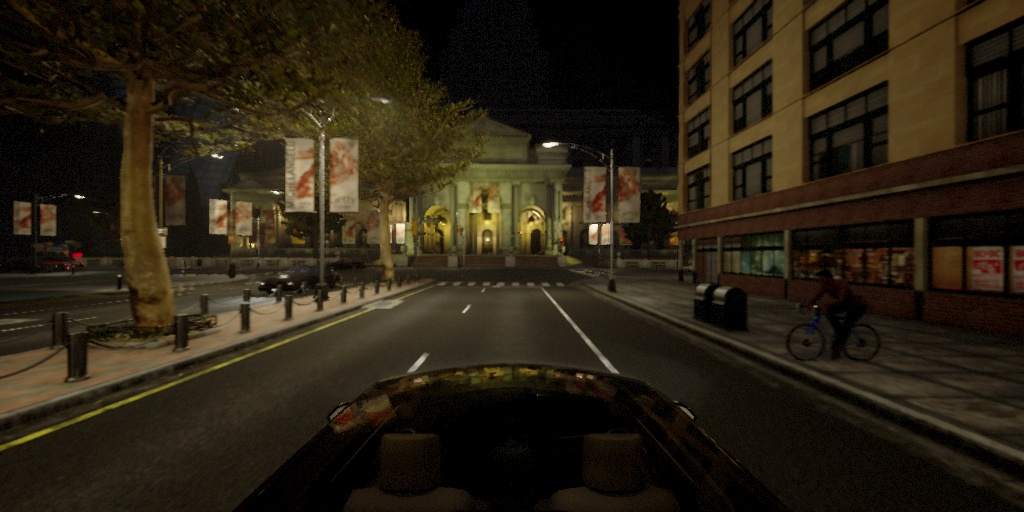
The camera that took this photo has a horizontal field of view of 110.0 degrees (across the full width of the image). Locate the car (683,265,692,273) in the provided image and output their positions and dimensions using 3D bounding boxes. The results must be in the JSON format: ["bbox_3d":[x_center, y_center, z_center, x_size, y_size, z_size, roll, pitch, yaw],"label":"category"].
[{"bbox_3d":[21.940,1.387,40.354,4.718,1.301,1.895,0,0,1],"label":"car"}]

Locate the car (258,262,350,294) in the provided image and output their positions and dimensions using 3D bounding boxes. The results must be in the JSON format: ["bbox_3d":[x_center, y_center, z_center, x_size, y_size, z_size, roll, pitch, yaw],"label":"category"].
[{"bbox_3d":[-11.412,1.241,19.931,2.033,1.411,5.357,0,0,1],"label":"car"}]

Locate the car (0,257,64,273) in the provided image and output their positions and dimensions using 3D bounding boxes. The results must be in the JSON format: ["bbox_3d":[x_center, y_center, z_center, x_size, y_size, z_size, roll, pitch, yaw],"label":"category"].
[{"bbox_3d":[-50.526,1.069,37.465,4.674,1.442,1.812,0,0,0],"label":"car"}]

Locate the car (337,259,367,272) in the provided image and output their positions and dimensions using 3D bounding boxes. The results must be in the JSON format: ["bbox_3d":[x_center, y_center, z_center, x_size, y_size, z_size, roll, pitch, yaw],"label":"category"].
[{"bbox_3d":[-20.373,1.131,44.114,4.902,1.511,2.128,0,0,6],"label":"car"}]

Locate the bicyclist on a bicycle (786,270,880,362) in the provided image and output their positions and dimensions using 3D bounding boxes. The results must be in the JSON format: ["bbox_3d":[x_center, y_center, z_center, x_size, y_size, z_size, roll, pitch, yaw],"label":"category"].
[{"bbox_3d":[5.648,1.065,6.304,1.656,1.620,0.582,0,0,0],"label":"bicyclist on a bicycle"}]
